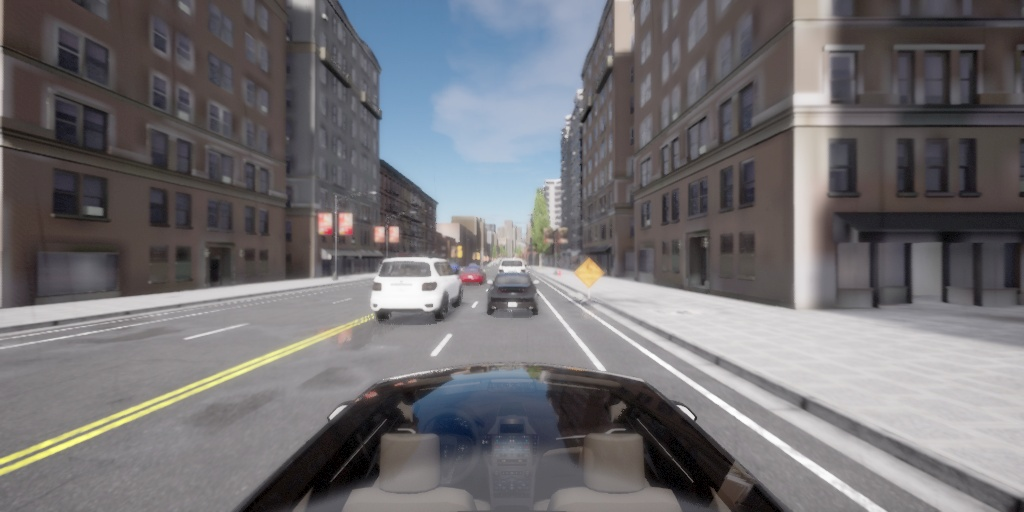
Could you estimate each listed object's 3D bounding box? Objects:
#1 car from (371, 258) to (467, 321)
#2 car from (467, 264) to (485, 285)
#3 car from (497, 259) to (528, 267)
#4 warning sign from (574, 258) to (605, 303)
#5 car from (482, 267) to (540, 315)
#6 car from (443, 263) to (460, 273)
[{"bbox_3d":[-3.221,1.083,13.172,2.150,2.045,5.566,0,0,0],"label":"car"},{"bbox_3d":[-3.202,1.592,29.612,1.994,1.385,4.181,0,-1,1],"label":"car"},{"bbox_3d":[0.030,1.234,28.136,2.150,2.045,5.566,0,0,1],"label":"car"},{"bbox_3d":[3.225,0.993,15.048,1.300,1.860,1.060,0,0,0],"label":"warning sign"},{"bbox_3d":[0.044,1.377,14.319,1.837,1.490,4.892,0,0,1],"label":"car"},{"bbox_3d":[-9.804,1.890,58.644,1.882,1.535,5.008,0,-1,1],"label":"car"}]
